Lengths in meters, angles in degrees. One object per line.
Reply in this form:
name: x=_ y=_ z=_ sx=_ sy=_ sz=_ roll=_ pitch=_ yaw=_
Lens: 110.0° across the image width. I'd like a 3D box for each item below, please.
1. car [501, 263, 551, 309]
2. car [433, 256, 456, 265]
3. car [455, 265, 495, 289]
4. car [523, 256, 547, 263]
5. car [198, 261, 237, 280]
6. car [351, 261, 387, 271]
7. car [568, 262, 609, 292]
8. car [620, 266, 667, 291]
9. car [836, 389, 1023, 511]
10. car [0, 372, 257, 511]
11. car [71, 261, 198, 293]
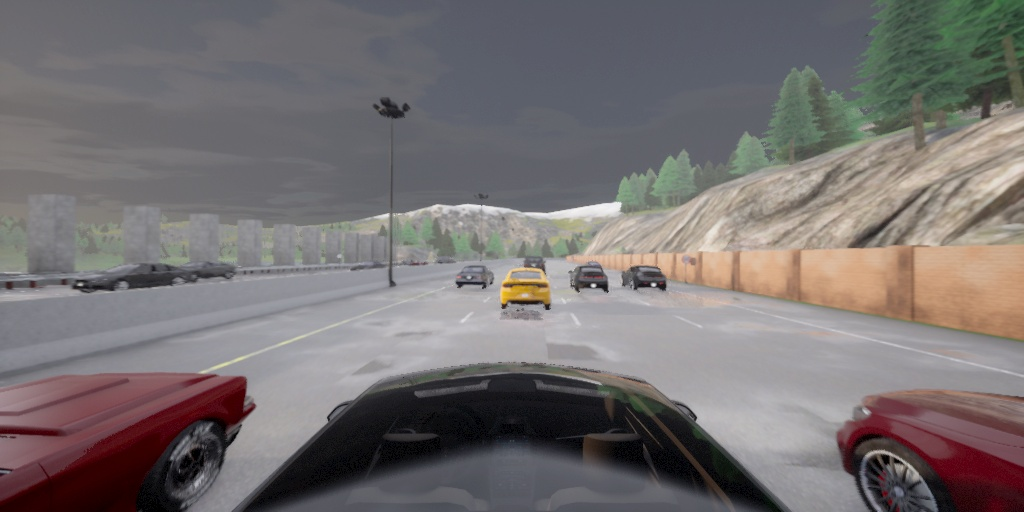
car: x=0.628 y=1.250 z=15.317 sx=1.882 sy=1.535 sz=5.008 roll=0 pitch=0 yaw=4
car: x=-10.136 y=0.976 z=54.404 sx=2.150 sy=2.045 sz=5.566 roll=0 pitch=0 yaw=6
car: x=-2.334 y=1.313 z=23.482 sx=2.033 sy=1.411 sz=5.357 roll=0 pitch=0 yaw=4
car: x=2.312 y=1.037 z=36.708 sx=2.150 sy=2.045 sz=5.566 roll=0 pitch=0 yaw=6
car: x=-23.294 y=1.121 z=26.948 sx=2.128 sy=1.511 sz=4.902 roll=0 pitch=0 yaw=4
car: x=-15.254 y=1.246 z=38.677 sx=2.033 sy=1.411 sz=5.357 roll=0 pitch=0 yaw=6
car: x=4.573 y=1.315 z=21.686 sx=1.837 sy=1.490 sz=4.892 roll=0 pitch=0 yaw=4
car: x=8.143 y=1.341 z=22.522 sx=1.837 sy=1.490 sz=4.892 roll=0 pitch=0 yaw=4
car: x=3.612 y=1.299 z=0.992 sx=1.812 sy=1.442 sz=4.674 roll=0 pitch=0 yaw=0
car: x=-3.406 y=1.327 z=1.312 sx=1.895 sy=1.301 sz=4.718 roll=0 pitch=0 yaw=0
car: x=-20.333 y=1.145 z=19.440 sx=1.837 sy=1.490 sz=4.892 roll=0 pitch=-1 yaw=4
